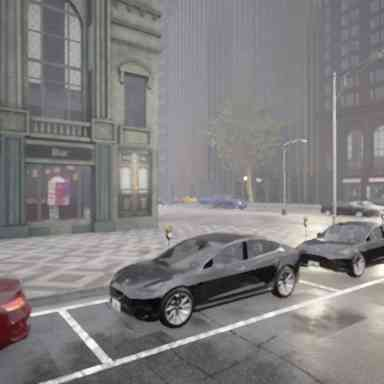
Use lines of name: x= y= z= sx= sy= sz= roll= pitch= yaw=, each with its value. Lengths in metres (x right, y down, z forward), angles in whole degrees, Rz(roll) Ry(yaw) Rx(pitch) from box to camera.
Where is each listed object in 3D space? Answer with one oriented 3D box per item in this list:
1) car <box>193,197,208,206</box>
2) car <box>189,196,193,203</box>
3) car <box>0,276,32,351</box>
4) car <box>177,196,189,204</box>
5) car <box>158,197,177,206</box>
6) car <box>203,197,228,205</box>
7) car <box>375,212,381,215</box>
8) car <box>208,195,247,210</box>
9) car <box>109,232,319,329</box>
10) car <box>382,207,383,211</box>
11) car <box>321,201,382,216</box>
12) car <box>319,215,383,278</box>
car: x=2.805 y=1.696 z=60.029 sx=1.882 sy=1.535 sz=5.008 roll=0 pitch=0 yaw=-35
car: x=-0.909 y=1.571 z=70.742 sx=1.882 sy=1.535 sz=5.008 roll=0 pitch=0 yaw=-36
car: x=-4.118 y=1.578 z=3.712 sx=4.206 sy=1.307 sz=1.802 roll=0 pitch=0 yaw=-35
car: x=-3.309 y=1.775 z=68.511 sx=1.812 sy=1.442 sz=4.674 roll=0 pitch=0 yaw=-36
car: x=-5.200 y=1.809 z=59.984 sx=1.812 sy=1.442 sz=4.674 roll=0 pitch=0 yaw=-36
car: x=4.454 y=1.694 z=63.295 sx=1.882 sy=1.535 sz=5.008 roll=0 pitch=0 yaw=-35
car: x=9.653 y=1.592 z=13.525 sx=4.403 sy=1.369 sz=2.008 roll=0 pitch=0 yaw=-35
car: x=5.049 y=1.416 z=45.499 sx=2.150 sy=2.045 sz=5.566 roll=0 pitch=0 yaw=-36
car: x=0.472 y=1.577 z=6.983 sx=4.313 sy=1.339 sz=1.947 roll=0 pitch=0 yaw=-35
car: x=17.490 y=1.668 z=33.695 sx=1.812 sy=1.442 sz=4.674 roll=0 pitch=0 yaw=-33
car: x=14.845 y=1.627 z=31.800 sx=1.882 sy=1.535 sz=5.008 roll=0 pitch=0 yaw=-37
car: x=5.063 y=1.592 z=10.254 sx=4.313 sy=1.339 sz=1.947 roll=0 pitch=0 yaw=-35
